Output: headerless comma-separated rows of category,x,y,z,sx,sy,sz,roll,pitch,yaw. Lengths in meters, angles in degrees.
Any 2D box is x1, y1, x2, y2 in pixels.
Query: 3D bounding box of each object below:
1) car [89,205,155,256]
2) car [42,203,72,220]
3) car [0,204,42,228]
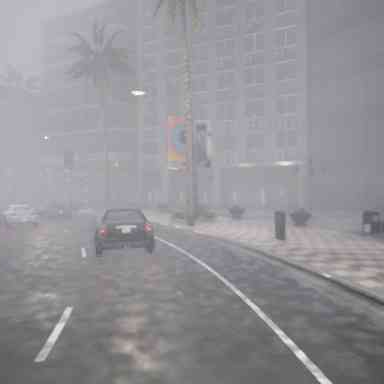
car,-2.962,1.341,13.433,2.097,1.767,4.553,-1,0,-20
car,-11.814,1.586,28.169,1.994,1.385,4.181,0,0,-41
car,-11.945,1.562,22.877,1.812,1.442,4.674,0,0,-36
